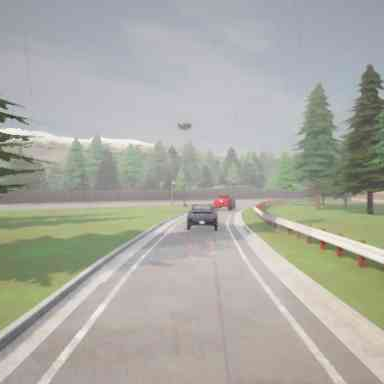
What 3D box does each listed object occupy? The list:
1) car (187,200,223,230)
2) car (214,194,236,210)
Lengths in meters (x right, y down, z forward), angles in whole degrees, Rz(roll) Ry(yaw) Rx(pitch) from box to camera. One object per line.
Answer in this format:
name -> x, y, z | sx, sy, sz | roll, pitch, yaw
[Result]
car -> 0.735, 1.500, 21.141 | 2.128, 1.511, 4.902 | 0, 0, 4
car -> 4.245, 1.238, 42.449 | 2.150, 2.045, 5.566 | 0, 0, 16
